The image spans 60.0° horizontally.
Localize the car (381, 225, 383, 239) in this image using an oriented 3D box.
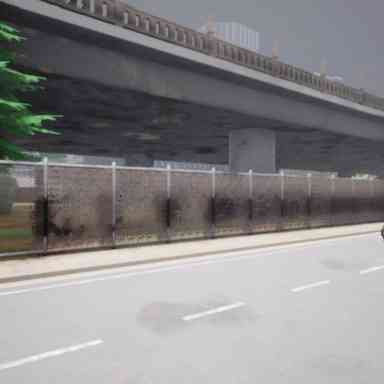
[{"bbox_3d":[7.517,1.521,9.317,5.008,1.535,1.882,0,0,-35],"label":"car"}]
